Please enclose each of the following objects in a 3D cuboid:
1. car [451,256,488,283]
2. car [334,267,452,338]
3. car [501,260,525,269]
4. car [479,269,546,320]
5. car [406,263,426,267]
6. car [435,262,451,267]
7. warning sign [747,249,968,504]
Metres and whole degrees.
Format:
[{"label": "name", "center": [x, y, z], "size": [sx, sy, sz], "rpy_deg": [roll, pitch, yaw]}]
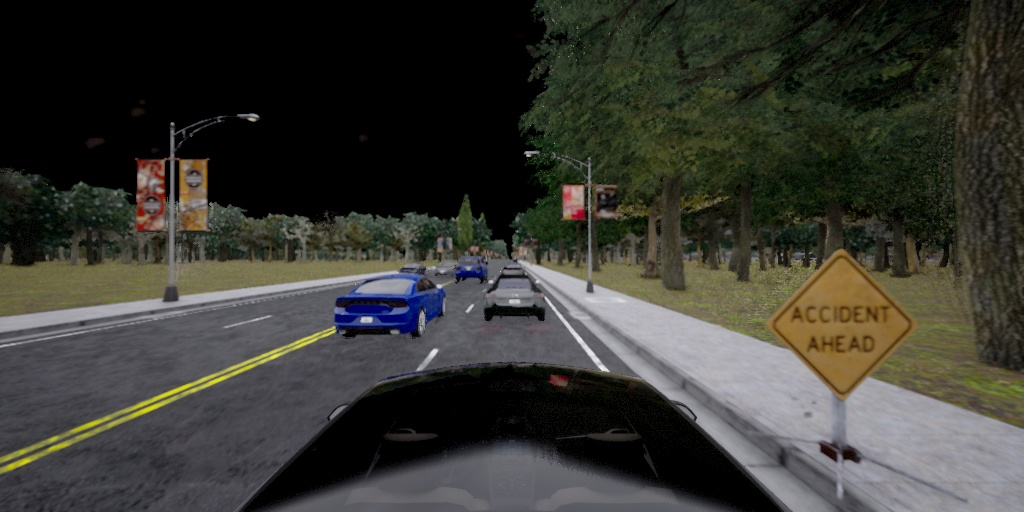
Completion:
[{"label": "car", "center": [-3.161, 1.053, 28.821], "size": [2.150, 2.045, 5.566], "rpy_deg": [0, 0, 0]}, {"label": "car", "center": [-3.168, 1.253, 10.312], "size": [1.882, 1.535, 5.008], "rpy_deg": [0, 0, 0]}, {"label": "car", "center": [0.087, 1.326, 29.708], "size": [2.128, 1.511, 4.902], "rpy_deg": [0, 0, 0]}, {"label": "car", "center": [0.087, 1.347, 12.800], "size": [1.994, 1.385, 4.181], "rpy_deg": [0, 0, 0]}, {"label": "car", "center": [-9.856, 1.402, 35.978], "size": [2.033, 1.411, 5.357], "rpy_deg": [0, 0, 0]}, {"label": "car", "center": [-6.603, 1.349, 36.481], "size": [2.128, 1.511, 4.902], "rpy_deg": [0, 0, 0]}, {"label": "warning sign", "center": [2.850, 0.869, 3.125], "size": [1.300, 1.860, 1.060], "rpy_deg": [0, 0, 0]}]
